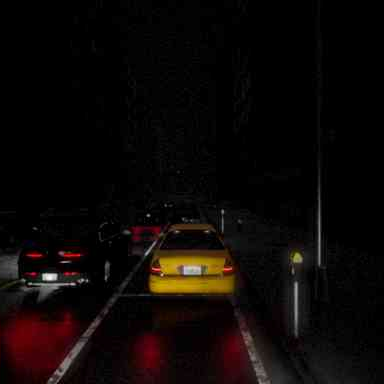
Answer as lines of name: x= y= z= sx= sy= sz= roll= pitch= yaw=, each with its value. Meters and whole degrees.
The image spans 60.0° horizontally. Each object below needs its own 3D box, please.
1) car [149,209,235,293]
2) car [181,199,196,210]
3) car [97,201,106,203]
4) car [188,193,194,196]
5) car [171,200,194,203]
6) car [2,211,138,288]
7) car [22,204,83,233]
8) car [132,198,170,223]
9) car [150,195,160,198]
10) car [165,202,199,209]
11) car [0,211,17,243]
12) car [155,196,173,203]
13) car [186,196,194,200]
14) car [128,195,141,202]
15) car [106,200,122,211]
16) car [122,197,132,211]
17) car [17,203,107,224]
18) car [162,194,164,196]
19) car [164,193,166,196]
car: x=0.004 y=1.457 z=8.840 sx=1.801 sy=1.575 sz=5.366 roll=0 pitch=0 yaw=0
car: x=-0.383 y=1.572 z=42.423 sx=1.802 sy=1.307 sz=4.206 roll=0 pitch=0 yaw=0
car: x=-8.408 y=1.581 z=26.194 sx=1.802 sy=1.307 sz=4.206 roll=0 pitch=0 yaw=0
car: x=-0.382 y=1.395 z=90.663 sx=1.967 sy=1.590 sz=4.097 roll=0 pitch=0 yaw=0
car: x=-0.383 y=1.565 z=26.185 sx=1.947 sy=1.339 sz=4.313 roll=0 pitch=0 yaw=0
car: x=-2.921 y=1.504 z=9.267 sx=1.837 sy=1.490 sz=4.892 roll=0 pitch=0 yaw=0
car: x=-8.408 y=1.525 z=20.611 sx=1.752 sy=1.417 sz=4.829 roll=0 pitch=0 yaw=0
car: x=-3.021 y=1.477 z=25.440 sx=1.882 sy=1.535 sz=5.008 roll=0 pitch=0 yaw=0
car: x=-8.408 y=1.520 z=74.308 sx=2.008 sy=1.369 sz=4.403 roll=0 pitch=0 yaw=0
car: x=-0.383 y=1.565 z=20.772 sx=1.947 sy=1.339 sz=4.313 roll=0 pitch=0 yaw=0
car: x=-8.408 y=1.566 z=15.368 sx=1.947 sy=1.339 sz=4.313 roll=0 pitch=0 yaw=0
car: x=-2.922 y=1.540 z=38.999 sx=2.033 sy=1.411 sz=5.357 roll=0 pitch=0 yaw=0
car: x=-0.383 y=1.519 z=37.181 sx=1.752 sy=1.417 sz=4.829 roll=0 pitch=0 yaw=0
car: x=-8.408 y=1.302 z=47.845 sx=2.192 sy=1.841 sz=5.009 roll=0 pitch=0 yaw=0
car: x=-8.408 y=1.548 z=31.607 sx=2.008 sy=1.369 sz=4.403 roll=0 pitch=0 yaw=0
car: x=-8.408 y=1.545 z=37.020 sx=2.008 sy=1.369 sz=4.403 roll=0 pitch=0 yaw=0
car: x=-5.870 y=1.491 z=15.858 sx=2.128 sy=1.511 sz=4.902 roll=0 pitch=0 yaw=0
car: x=-8.408 y=1.510 z=79.763 sx=1.887 sy=1.381 sz=4.507 roll=0 pitch=0 yaw=0
car: x=-8.408 y=1.486 z=85.046 sx=1.752 sy=1.417 sz=4.829 roll=0 pitch=0 yaw=0
